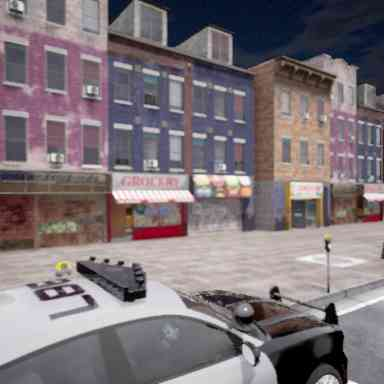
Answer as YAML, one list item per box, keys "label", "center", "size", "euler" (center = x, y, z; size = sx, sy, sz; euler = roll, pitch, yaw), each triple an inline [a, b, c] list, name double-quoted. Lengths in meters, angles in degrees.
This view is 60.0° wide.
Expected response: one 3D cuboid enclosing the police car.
- label: "police car"
  center: [-0.570, 1.437, 2.858]
  size: [5.238, 1.638, 1.930]
  euler: [1, 0, -35]
